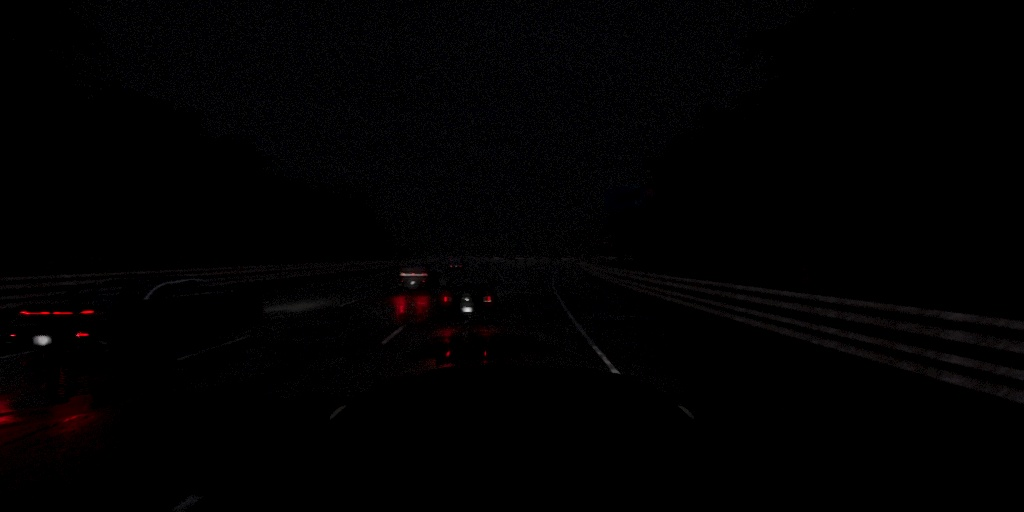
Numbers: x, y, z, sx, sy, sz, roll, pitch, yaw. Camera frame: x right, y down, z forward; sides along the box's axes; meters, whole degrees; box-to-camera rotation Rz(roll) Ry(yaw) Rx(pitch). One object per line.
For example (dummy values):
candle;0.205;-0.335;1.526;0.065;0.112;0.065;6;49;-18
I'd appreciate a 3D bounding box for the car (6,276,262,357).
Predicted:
car;-8.122;1.217;8.516;2.128;1.511;4.902;0;0;-3

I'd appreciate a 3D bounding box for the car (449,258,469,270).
car;-6.887;1.278;45.541;2.033;1.411;5.357;0;0;-4

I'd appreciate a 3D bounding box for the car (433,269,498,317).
car;-1.483;1.341;13.109;1.895;1.301;4.718;0;0;-4

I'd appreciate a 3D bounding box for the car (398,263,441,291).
car;-5.400;1.214;21.392;2.128;1.511;4.902;0;0;-3
